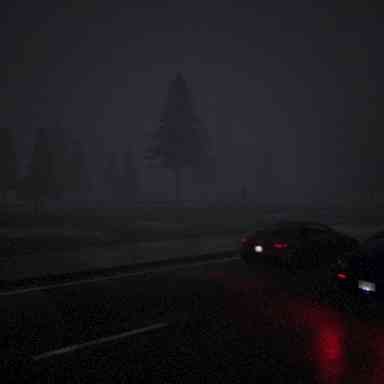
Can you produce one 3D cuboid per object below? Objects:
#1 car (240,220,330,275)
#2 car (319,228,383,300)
[{"bbox_3d":[3.544,1.589,10.617,4.181,1.385,1.994,0,0,-35],"label":"car"},{"bbox_3d":[5.091,1.549,7.428,4.674,1.442,1.812,0,0,-35],"label":"car"}]
